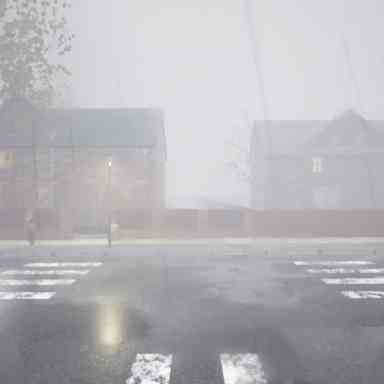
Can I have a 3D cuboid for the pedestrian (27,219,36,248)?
[{"bbox_3d":[-6.638,1.361,13.750,0.375,1.860,0.375,0,-1,1],"label":"pedestrian"}]
